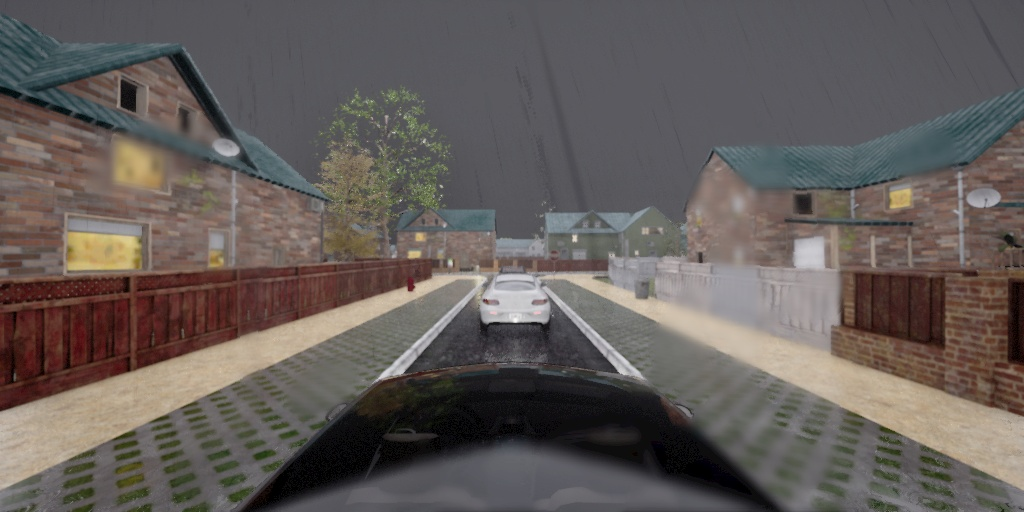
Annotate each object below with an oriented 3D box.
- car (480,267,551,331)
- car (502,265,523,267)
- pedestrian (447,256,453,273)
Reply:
[{"bbox_3d":[0.078,1.231,10.708,1.812,1.442,4.674,0,0,0],"label":"car"},{"bbox_3d":[0.030,1.247,22.745,1.895,1.301,4.718,0,0,-1],"label":"car"},{"bbox_3d":[-6.775,0.922,39.192,0.375,1.860,0.375,0,-1,1],"label":"pedestrian"}]
